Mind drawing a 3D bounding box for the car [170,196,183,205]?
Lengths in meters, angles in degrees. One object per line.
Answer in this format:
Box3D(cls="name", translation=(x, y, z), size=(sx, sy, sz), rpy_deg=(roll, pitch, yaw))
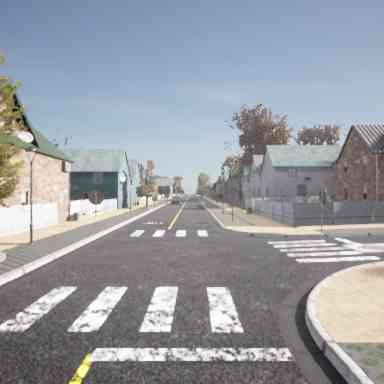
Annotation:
Box3D(cls="car", translation=(-2.789, 1.491, 60.339), size=(1.837, 1.490, 4.892), rpy_deg=(0, 0, 0))
